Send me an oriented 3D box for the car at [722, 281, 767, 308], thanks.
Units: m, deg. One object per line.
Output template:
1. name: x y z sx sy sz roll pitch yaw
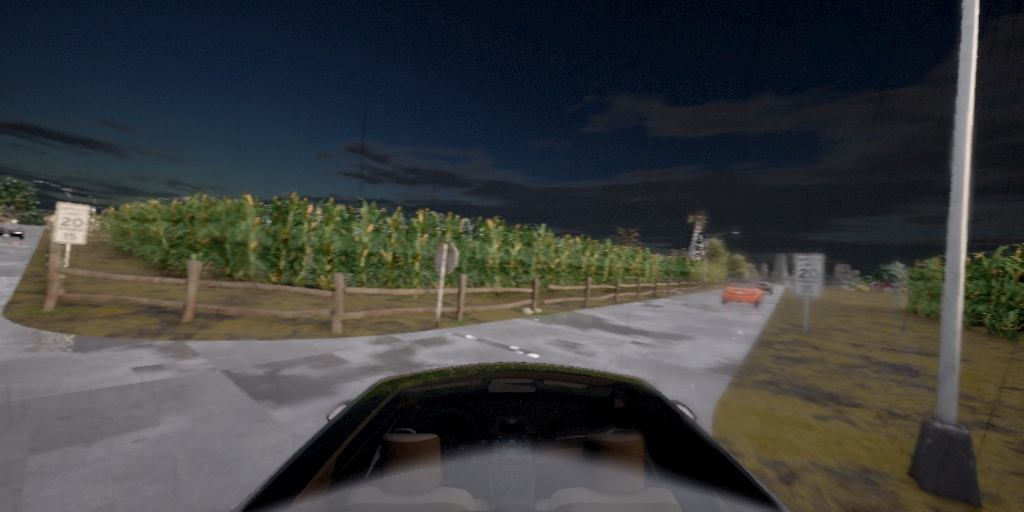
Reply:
1. car: 16.345 2.538 25.300 2.097 1.767 4.553 3 -1 38

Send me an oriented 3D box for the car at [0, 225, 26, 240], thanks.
1. car: -48.786 -2.358 34.797 4.718 1.301 1.895 5 -2 38

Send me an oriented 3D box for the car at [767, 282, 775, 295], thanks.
1. car: 31.193 3.885 44.384 1.837 1.490 4.892 3 -1 38
